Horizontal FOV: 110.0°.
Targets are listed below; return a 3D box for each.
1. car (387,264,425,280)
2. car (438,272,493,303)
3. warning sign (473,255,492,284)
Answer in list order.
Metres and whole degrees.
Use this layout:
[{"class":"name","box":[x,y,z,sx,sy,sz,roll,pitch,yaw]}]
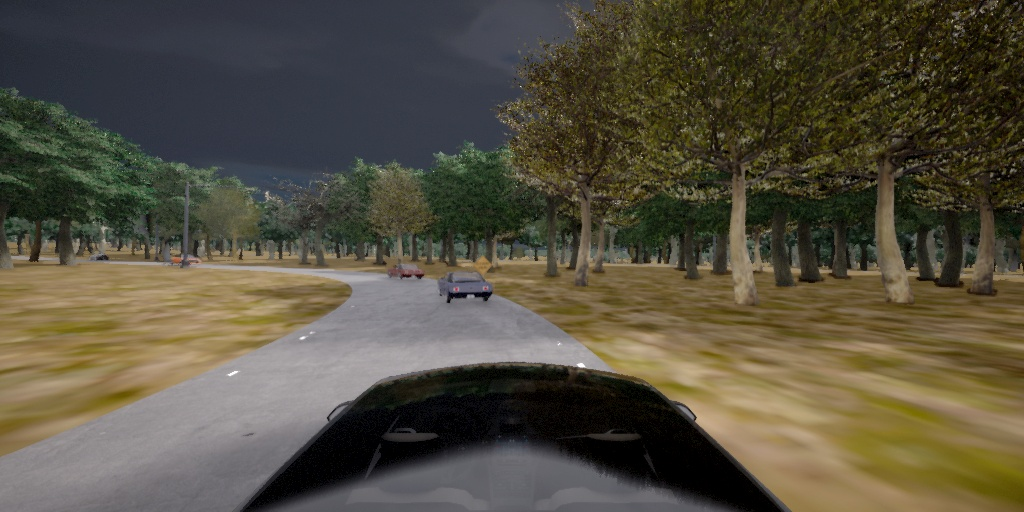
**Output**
[{"class":"car","box":[-9.147,1.330,30.565,1.895,1.301,4.718,1,0,-35]},{"class":"car","box":[-2.345,1.366,16.749,1.895,1.301,4.718,0,0,-17]},{"class":"warning sign","box":[-1.866,0.875,22.987,1.300,1.860,1.060,0,0,-24]}]
